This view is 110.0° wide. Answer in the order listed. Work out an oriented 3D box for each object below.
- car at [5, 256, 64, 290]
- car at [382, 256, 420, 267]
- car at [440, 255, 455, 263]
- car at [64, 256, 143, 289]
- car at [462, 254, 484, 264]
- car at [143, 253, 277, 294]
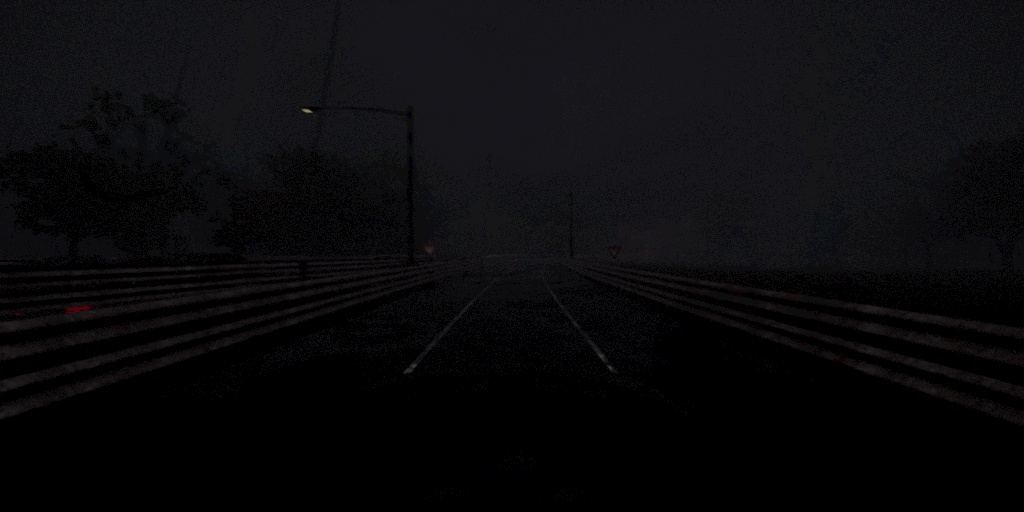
[{"bbox_3d":[-20.134,0.754,17.045,2.128,1.511,4.902,0,0,11],"label":"car"},{"bbox_3d":[-12.107,0.668,39.249,2.033,1.411,5.357,0,0,12],"label":"car"},{"bbox_3d":[-10.622,0.523,61.067,1.994,1.385,4.181,0,0,14],"label":"car"},{"bbox_3d":[-16.632,0.784,16.711,1.837,1.490,4.892,0,0,11],"label":"car"},{"bbox_3d":[-5.532,0.569,52.317,1.812,1.442,4.674,0,0,13],"label":"car"},{"bbox_3d":[-13.150,0.647,16.332,2.097,1.767,4.553,0,0,11],"label":"car"}]
